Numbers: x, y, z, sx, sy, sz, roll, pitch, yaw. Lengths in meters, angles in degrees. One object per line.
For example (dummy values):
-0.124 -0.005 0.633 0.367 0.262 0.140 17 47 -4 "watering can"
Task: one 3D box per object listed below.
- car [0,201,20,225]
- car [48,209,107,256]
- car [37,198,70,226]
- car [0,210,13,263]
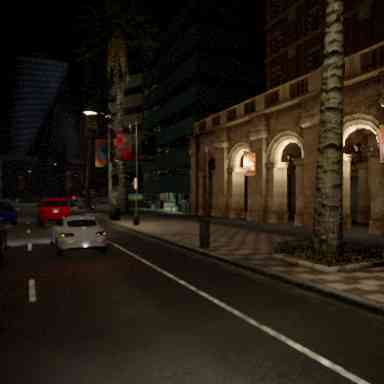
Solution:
-14.756 1.750 26.139 1.882 1.535 5.008 0 0 -26 "car"
-4.805 1.675 13.948 1.812 1.442 4.674 0 0 -26 "car"
-10.889 1.502 26.187 2.150 2.045 5.566 0 0 -26 "car"
-7.770 1.633 12.040 1.837 1.490 4.892 0 0 -26 "car"
